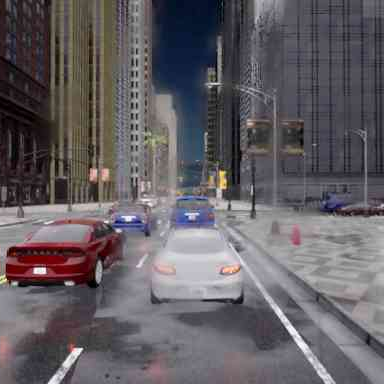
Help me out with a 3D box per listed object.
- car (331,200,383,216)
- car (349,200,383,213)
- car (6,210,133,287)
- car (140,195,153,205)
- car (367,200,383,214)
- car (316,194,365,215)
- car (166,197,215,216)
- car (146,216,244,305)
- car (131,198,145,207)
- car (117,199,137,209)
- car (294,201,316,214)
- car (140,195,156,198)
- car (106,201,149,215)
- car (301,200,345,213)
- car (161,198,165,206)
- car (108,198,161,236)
[{"bbox_3d":[15.325,1.587,30.101,4.206,1.307,1.802,0,0,-1],"label":"car"},{"bbox_3d":[20.837,1.656,38.710,4.313,1.339,1.947,0,0,-1],"label":"car"},{"bbox_3d":[-3.149,1.492,9.373,1.882,1.535,5.008,0,0,0],"label":"car"},{"bbox_3d":[-9.726,1.633,71.339,2.150,2.045,5.566,0,0,0],"label":"car"},{"bbox_3d":[21.763,1.579,35.968,4.674,1.442,1.812,0,-1,-1],"label":"car"},{"bbox_3d":[15.665,1.257,32.681,5.566,2.045,2.150,0,-1,-1],"label":"car"},{"bbox_3d":[0.032,1.263,17.705,2.150,2.045,5.566,0,0,1],"label":"car"},{"bbox_3d":[0.102,1.537,8.003,1.812,1.442,4.674,0,0,0],"label":"car"},{"bbox_3d":[-9.798,1.847,60.764,1.812,1.442,4.674,0,0,1],"label":"car"},{"bbox_3d":[-9.830,1.795,50.855,2.033,1.411,5.357,0,0,0],"label":"car"},{"bbox_3d":[13.210,1.646,35.840,4.181,1.385,1.994,0,-1,-1],"label":"car"},{"bbox_3d":[-6.582,1.469,50.898,2.150,2.045,5.566,0,0,0],"label":"car"},{"bbox_3d":[-6.936,1.707,36.120,4.181,1.385,1.994,0,0,-40],"label":"car"},{"bbox_3d":[15.198,1.675,38.624,4.313,1.339,1.947,0,0,-1],"label":"car"},{"bbox_3d":[-6.549,1.825,60.610,1.837,1.490,4.892,0,0,1],"label":"car"},{"bbox_3d":[-3.144,1.397,18.600,2.097,1.767,4.553,0,0,0],"label":"car"}]
